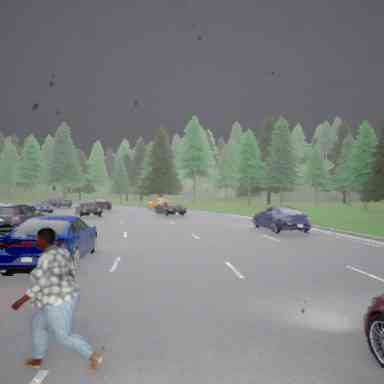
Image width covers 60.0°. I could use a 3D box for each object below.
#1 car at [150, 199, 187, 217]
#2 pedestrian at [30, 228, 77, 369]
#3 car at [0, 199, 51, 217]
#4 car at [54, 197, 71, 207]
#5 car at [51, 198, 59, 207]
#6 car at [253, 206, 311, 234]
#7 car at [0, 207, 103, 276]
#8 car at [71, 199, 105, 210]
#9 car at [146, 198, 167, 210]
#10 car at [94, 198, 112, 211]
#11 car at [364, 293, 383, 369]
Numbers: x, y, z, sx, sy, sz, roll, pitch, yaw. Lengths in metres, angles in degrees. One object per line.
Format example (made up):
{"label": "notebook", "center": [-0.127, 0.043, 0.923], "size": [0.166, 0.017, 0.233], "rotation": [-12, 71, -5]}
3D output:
{"label": "car", "center": [-2.192, 1.601, 31.672], "size": [1.895, 1.301, 4.718], "rotation": [0, 0, -23]}
{"label": "pedestrian", "center": [-1.703, 1.294, 4.121], "size": [0.375, 1.860, 0.375], "rotation": [0, 0, -3]}
{"label": "car", "center": [-8.687, 1.351, 16.168], "size": [2.097, 1.767, 4.553], "rotation": [0, 0, -10]}
{"label": "car", "center": [-18.678, 1.492, 46.207], "size": [4.902, 1.511, 2.128], "rotation": [0, 0, 35]}
{"label": "car", "center": [-15.661, 1.546, 33.916], "size": [2.033, 1.411, 5.357], "rotation": [0, 0, -37]}
{"label": "car", "center": [5.037, 1.526, 19.033], "size": [1.812, 1.442, 4.674], "rotation": [0, 0, -10]}
{"label": "car", "center": [-4.268, 1.477, 10.514], "size": [1.882, 1.535, 5.008], "rotation": [0, 0, -6]}
{"label": "car", "center": [-9.552, 1.601, 30.358], "size": [1.895, 1.301, 4.718], "rotation": [0, 0, -26]}
{"label": "car", "center": [-3.967, 1.478, 41.519], "size": [1.882, 1.535, 5.008], "rotation": [0, 0, -34]}
{"label": "car", "center": [-11.151, 1.478, 38.929], "size": [1.882, 1.535, 5.008], "rotation": [0, 0, -38]}
{"label": "car", "center": [3.359, 1.525, 2.691], "size": [1.812, 1.442, 4.674], "rotation": [0, 0, -2]}
